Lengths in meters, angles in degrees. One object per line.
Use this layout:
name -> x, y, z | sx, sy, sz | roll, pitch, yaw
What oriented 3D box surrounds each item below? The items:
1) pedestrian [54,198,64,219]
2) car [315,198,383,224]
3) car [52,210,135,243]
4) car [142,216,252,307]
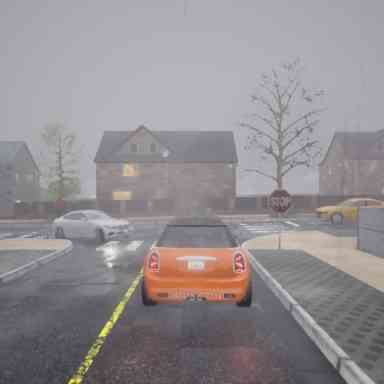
pedestrian -> -9.699, 1.257, 24.218 | 0.375, 1.860, 0.375 | 0, 2, 0
car -> 10.515, 1.160, 21.383 | 5.008, 1.535, 1.882 | -1, 1, 0
car -> -4.935, 1.602, 16.340 | 4.674, 1.442, 1.812 | -3, -1, 33
car -> 0.155, 1.351, 8.158 | 2.097, 1.767, 4.553 | 0, 0, 2
